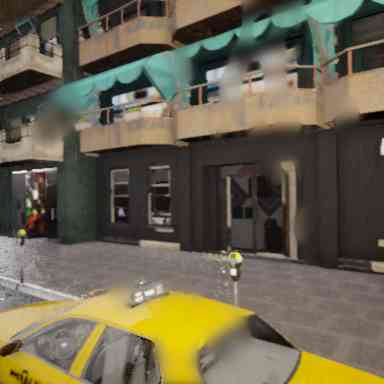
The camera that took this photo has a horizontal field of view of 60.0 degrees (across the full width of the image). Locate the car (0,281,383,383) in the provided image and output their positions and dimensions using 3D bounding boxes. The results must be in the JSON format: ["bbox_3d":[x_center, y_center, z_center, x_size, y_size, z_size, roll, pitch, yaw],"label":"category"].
[{"bbox_3d":[-0.627,1.546,3.177,4.829,1.417,1.752,-1,-1,36],"label":"car"}]
